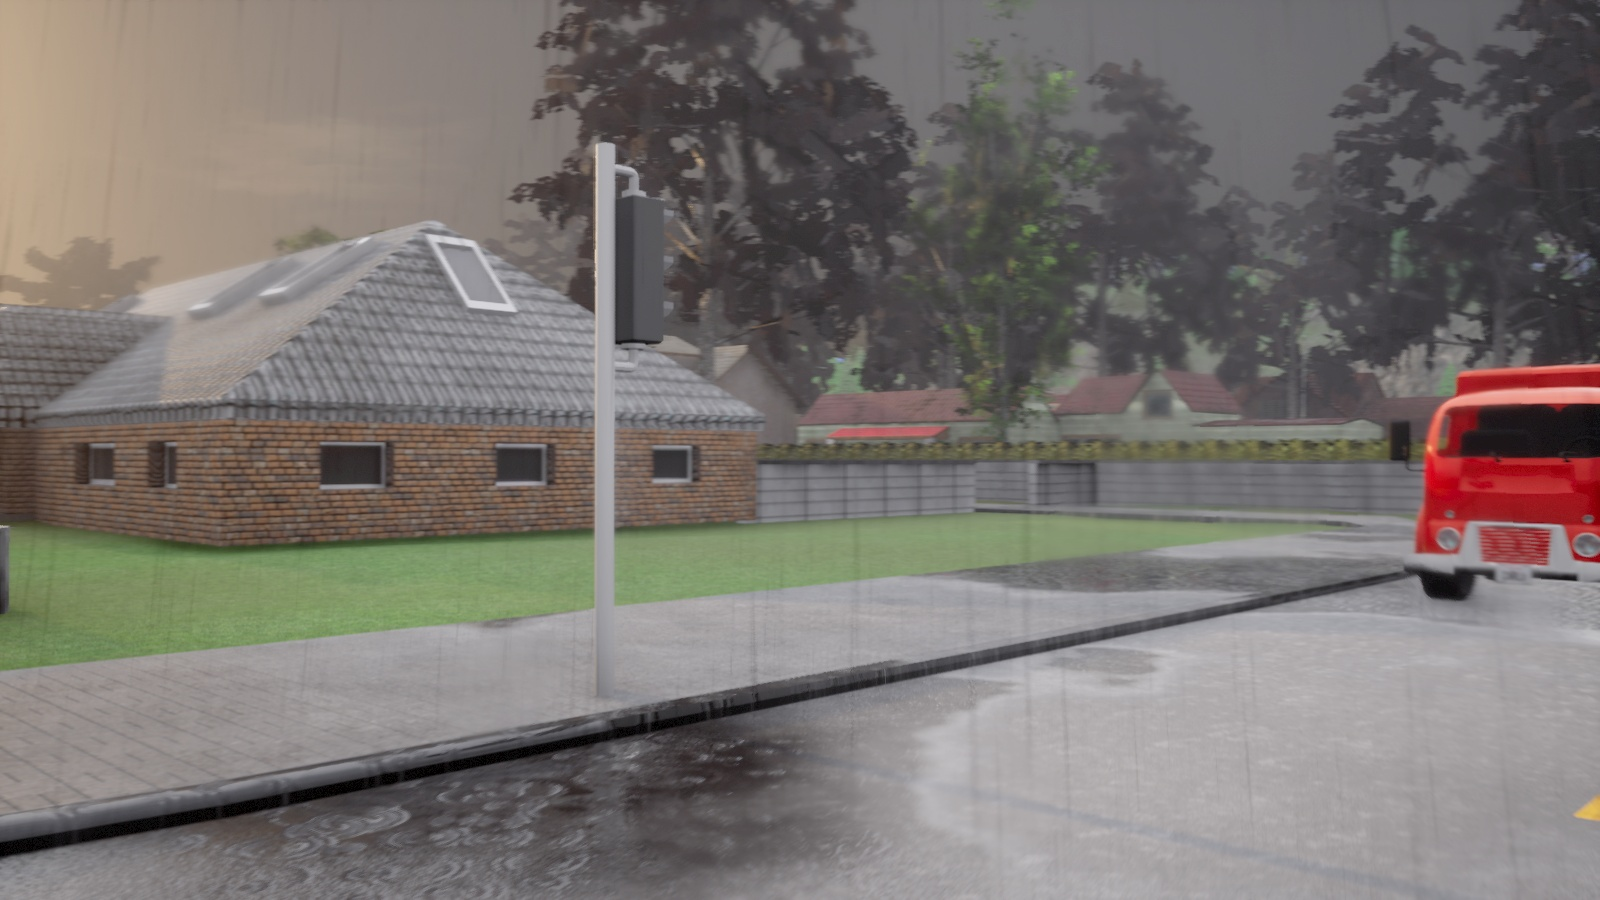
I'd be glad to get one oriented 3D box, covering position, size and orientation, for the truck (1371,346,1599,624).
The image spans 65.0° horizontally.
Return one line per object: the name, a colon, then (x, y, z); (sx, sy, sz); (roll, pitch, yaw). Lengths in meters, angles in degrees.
truck: (8.439, 0.318, 13.450); (2.627, 2.467, 5.204); (0, 0, 44)
